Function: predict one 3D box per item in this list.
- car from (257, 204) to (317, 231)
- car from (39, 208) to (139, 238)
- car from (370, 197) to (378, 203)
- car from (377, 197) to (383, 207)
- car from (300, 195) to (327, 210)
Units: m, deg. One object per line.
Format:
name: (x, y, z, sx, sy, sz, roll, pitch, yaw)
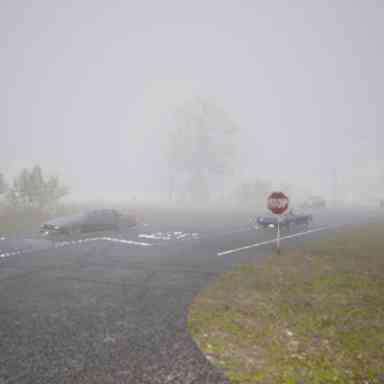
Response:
car: (6.098, 1.695, 21.367, 1.895, 1.301, 4.718, 0, 0, 39)
car: (-5.423, 1.610, 18.303, 2.033, 1.411, 5.357, 0, 0, 39)
car: (43.169, 1.835, 78.144, 1.895, 1.301, 4.718, 0, 0, 39)
car: (31.411, 1.681, 53.327, 1.882, 1.535, 5.008, 0, 0, 34)
car: (16.587, 1.420, 45.407, 2.150, 2.045, 5.566, 0, 0, 39)
